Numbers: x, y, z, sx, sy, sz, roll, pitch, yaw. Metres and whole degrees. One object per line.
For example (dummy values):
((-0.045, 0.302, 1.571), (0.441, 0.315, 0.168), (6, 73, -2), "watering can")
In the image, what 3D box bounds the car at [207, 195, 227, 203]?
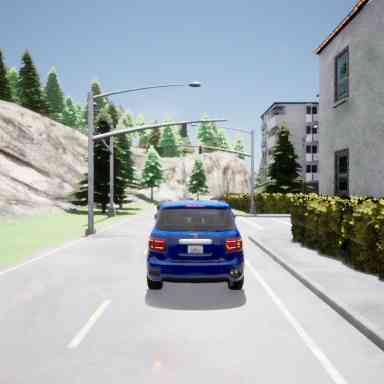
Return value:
((5.286, 1.499, 69.626), (1.837, 1.490, 4.892), (0, 0, 40), "car")

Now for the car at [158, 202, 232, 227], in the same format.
((0.088, 1.547, 24.132), (5.357, 1.411, 2.033), (0, 0, 42), "car")

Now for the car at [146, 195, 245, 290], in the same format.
((0.087, 1.221, 9.226), (2.150, 2.045, 5.566), (0, 0, 0), "car")

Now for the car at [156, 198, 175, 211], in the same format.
((-3.404, 1.563, 42.702), (1.994, 1.385, 4.181), (0, 0, 2), "car")

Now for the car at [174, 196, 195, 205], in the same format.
((-1.248, 1.492, 58.208), (2.128, 1.511, 4.902), (0, 0, 21), "car")
